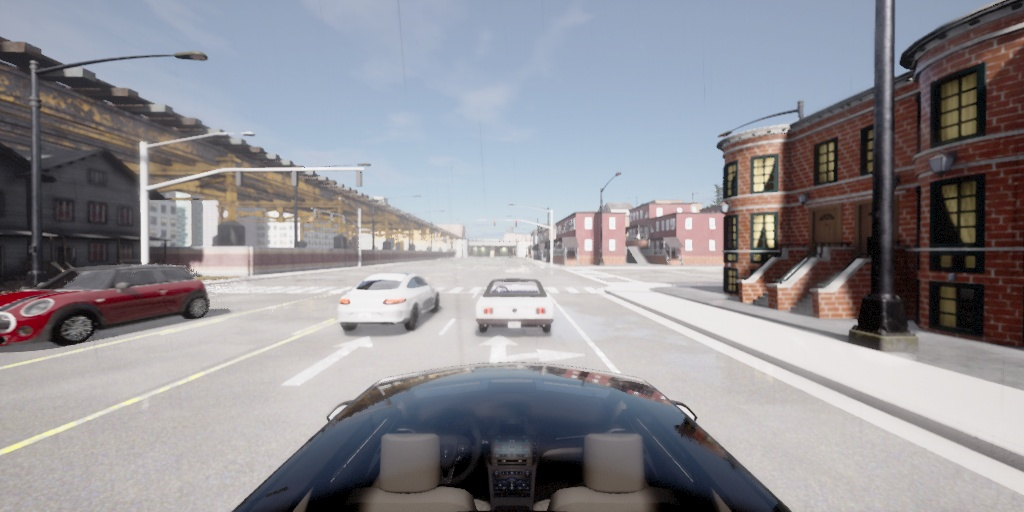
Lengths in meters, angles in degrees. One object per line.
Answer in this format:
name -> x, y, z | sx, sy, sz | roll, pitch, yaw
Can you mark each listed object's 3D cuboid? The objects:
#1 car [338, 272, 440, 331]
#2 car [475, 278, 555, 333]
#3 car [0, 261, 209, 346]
car -> -3.404, 1.200, 10.583 | 1.812, 1.442, 4.674 | 0, 0, 0
car -> 0.099, 1.276, 10.479 | 1.895, 1.301, 4.718 | 0, 0, 1
car -> -10.527, 1.036, 9.251 | 2.097, 1.767, 4.553 | 0, 1, 0
